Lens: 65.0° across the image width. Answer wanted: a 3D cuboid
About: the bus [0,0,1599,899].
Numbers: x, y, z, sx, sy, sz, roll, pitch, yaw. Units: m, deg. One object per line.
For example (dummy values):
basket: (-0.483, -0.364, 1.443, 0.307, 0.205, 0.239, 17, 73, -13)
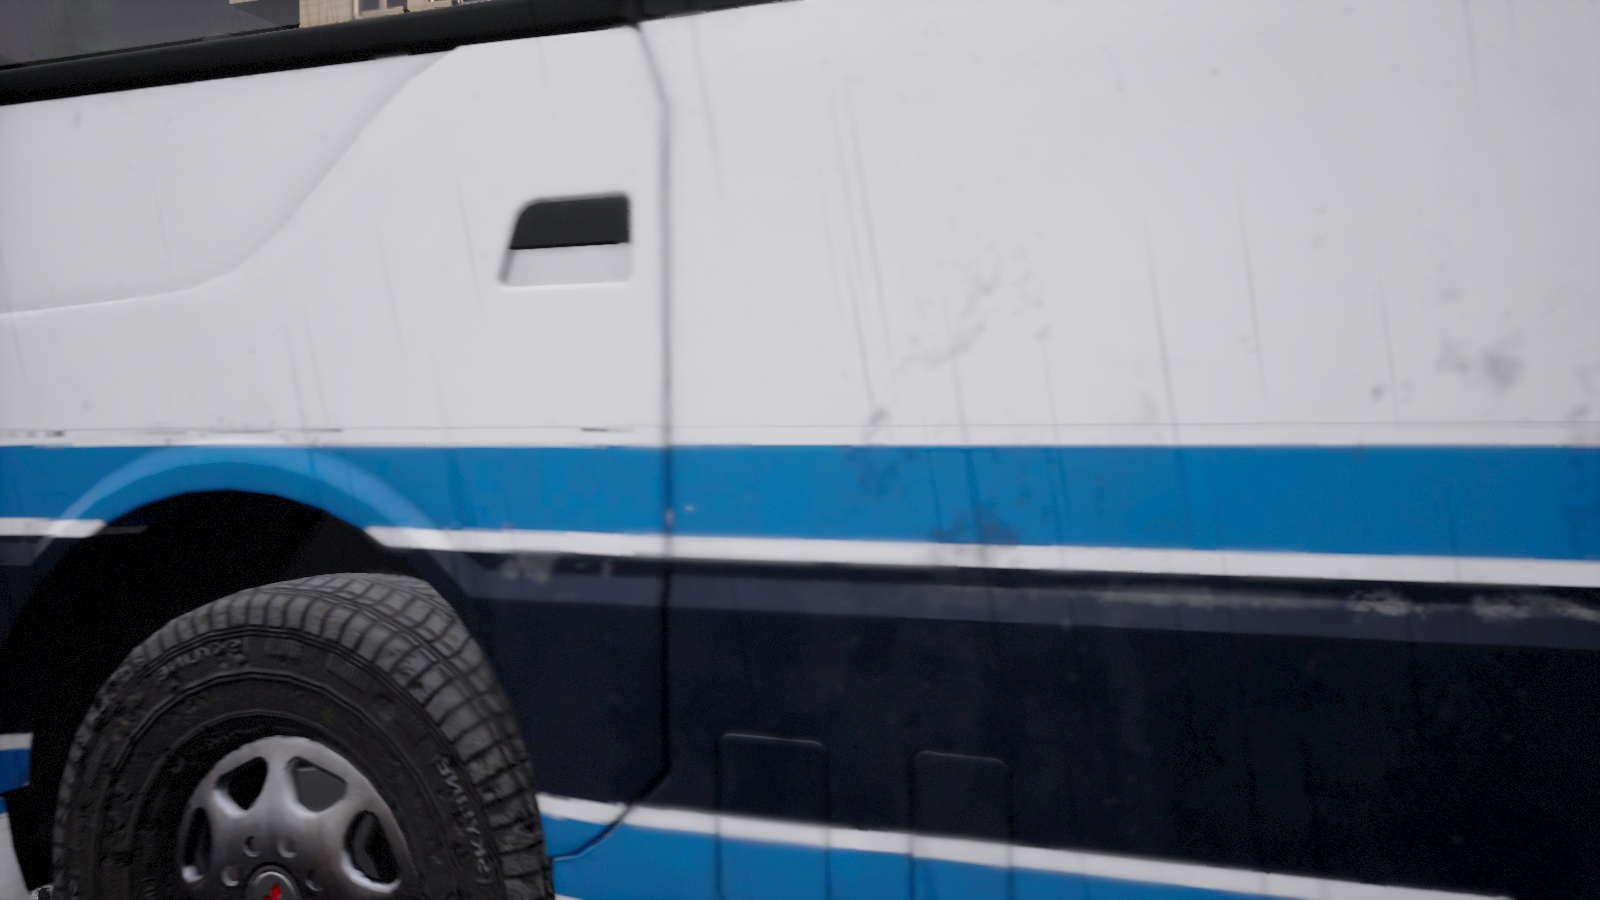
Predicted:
bus: (2.206, -0.589, 2.950, 10.273, 4.253, 3.944, 1, 1, 19)
